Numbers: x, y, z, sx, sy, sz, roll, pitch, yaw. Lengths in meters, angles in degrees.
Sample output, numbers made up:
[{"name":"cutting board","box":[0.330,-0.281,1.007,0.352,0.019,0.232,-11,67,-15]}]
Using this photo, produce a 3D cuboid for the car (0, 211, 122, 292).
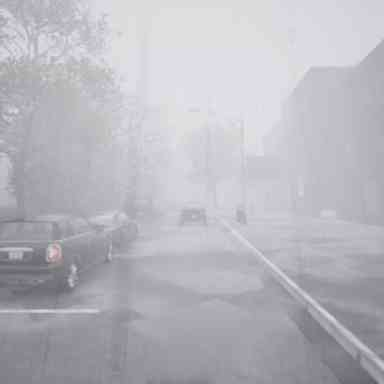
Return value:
[{"name":"car","box":[-3.655,1.373,9.180,2.185,1.767,4.553,0,0,2]}]

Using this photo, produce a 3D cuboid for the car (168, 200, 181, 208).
[{"name":"car","box":[-3.654,2.521,70.464,2.163,1.488,4.792,0,-1,2]}]

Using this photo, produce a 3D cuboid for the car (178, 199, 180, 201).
[{"name":"car","box":[-3.643,2.167,59.301,2.097,1.535,5.008,1,-2,2]}]

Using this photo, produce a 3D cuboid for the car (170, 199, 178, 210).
[{"name":"car","box":[-3.640,1.873,48.196,2.163,1.488,4.792,1,-2,2]}]

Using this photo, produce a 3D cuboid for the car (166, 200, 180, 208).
[{"name":"car","box":[-3.650,2.328,64.860,2.097,1.535,5.008,0,-1,2]}]

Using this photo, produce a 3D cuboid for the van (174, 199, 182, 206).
[{"name":"van","box":[-3.635,2.725,87.269,1.878,1.987,4.442,1,-1,2]}]

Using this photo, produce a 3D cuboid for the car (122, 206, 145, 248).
[{"name":"car","box":[-3.654,1.550,14.778,2.002,1.452,4.674,0,0,2]}]

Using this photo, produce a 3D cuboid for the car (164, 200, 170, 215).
[{"name":"car","box":[-3.657,1.418,31.462,2.185,1.767,4.553,0,0,2]}]

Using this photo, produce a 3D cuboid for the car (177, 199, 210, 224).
[{"name":"car","box":[0.099,1.528,25.033,1.882,1.535,5.008,0,0,0]}]

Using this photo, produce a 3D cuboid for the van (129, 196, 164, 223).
[{"name":"van","box":[-3.652,1.307,26.040,1.878,1.987,4.442,0,0,2]}]

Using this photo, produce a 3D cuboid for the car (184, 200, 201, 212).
[{"name":"car","box":[0.096,1.746,42.552,2.033,1.411,5.357,0,-2,0]}]
